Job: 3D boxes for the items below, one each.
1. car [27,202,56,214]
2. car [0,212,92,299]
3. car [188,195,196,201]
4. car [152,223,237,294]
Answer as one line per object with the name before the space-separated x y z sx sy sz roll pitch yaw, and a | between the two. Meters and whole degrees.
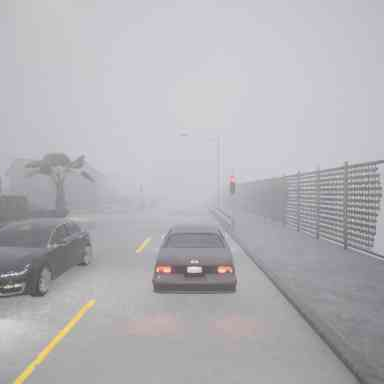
car | -13.081 1.564 27.859 4.181 1.385 1.994 0 0 0
car | -4.059 1.505 8.641 1.837 1.490 4.892 0 0 0
car | 0.059 1.552 86.582 1.994 1.385 4.181 0 0 0
car | 0.069 1.547 8.932 2.033 1.411 5.357 0 0 1
